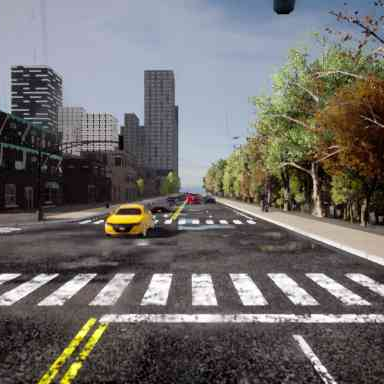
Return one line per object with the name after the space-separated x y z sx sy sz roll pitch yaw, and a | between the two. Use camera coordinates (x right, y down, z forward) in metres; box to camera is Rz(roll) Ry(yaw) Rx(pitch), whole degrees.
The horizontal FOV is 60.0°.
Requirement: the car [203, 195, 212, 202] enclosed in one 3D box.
3.402 1.463 73.082 1.837 1.490 4.892 0 0 0 | car

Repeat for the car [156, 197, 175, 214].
-3.275 1.531 36.172 2.033 1.411 5.357 0 0 0 | car

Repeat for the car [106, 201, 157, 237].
-3.313 1.471 18.278 1.882 1.535 5.008 0 0 0 | car

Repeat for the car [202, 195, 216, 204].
3.482 1.533 63.126 1.994 1.385 4.181 0 0 0 | car

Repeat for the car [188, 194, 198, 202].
0.164 1.317 72.781 2.097 1.767 4.553 0 0 0 | car

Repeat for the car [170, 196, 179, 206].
-3.229 1.482 52.984 1.837 1.490 4.892 0 -1 0 | car

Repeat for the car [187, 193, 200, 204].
0.228 1.191 62.213 2.150 2.045 5.566 0 0 1 | car
